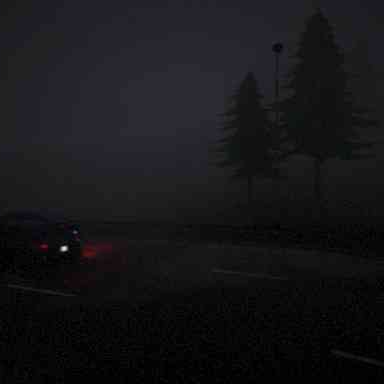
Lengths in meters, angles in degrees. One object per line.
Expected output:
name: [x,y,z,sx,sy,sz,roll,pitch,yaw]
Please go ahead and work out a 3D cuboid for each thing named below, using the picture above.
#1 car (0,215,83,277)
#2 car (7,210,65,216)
car: [-5.502,1.590,10.180,4.181,1.385,1.994,0,0,21]
car: [-7.166,1.511,14.422,5.008,1.535,1.882,0,0,18]
